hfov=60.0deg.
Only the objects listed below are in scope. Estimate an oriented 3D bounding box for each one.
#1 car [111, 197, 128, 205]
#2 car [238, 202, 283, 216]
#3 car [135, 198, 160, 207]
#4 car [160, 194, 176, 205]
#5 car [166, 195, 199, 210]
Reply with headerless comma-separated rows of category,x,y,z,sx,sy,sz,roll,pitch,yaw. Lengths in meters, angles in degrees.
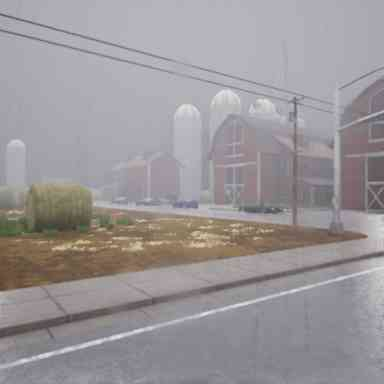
car,-13.795,1.665,63.347,1.812,1.442,4.674,0,0,-36
car,7.117,1.737,35.091,1.895,1.301,4.718,0,0,-37
car,-7.670,1.644,55.048,1.812,1.442,4.674,0,-1,-37
car,-4.321,1.311,57.383,3.866,1.878,1.905,-2,5,11
car,-1.120,1.611,46.222,1.882,1.535,5.008,0,0,-36
